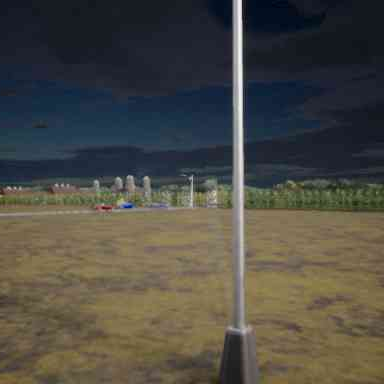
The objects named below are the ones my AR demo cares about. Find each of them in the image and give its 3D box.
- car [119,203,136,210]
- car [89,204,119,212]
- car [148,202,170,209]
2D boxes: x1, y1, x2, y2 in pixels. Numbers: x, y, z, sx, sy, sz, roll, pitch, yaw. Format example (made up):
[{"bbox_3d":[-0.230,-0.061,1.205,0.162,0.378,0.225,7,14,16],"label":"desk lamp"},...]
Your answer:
[{"bbox_3d":[-13.491,2.851,66.761,1.882,1.535,5.008,-1,-1,36],"label":"car"},{"bbox_3d":[-15.742,2.796,58.875,1.895,1.301,4.718,-1,-1,36],"label":"car"},{"bbox_3d":[-7.035,2.842,71.059,2.033,1.411,5.357,-1,-1,36],"label":"car"}]
